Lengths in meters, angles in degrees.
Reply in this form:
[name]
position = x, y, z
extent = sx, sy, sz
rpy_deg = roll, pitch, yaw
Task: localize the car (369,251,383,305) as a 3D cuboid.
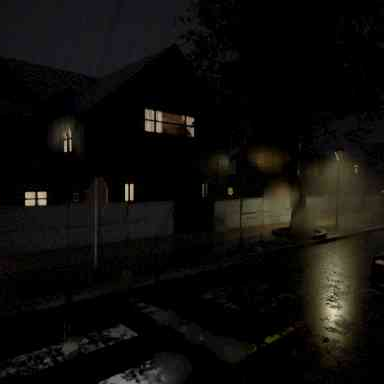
[car]
position = 5.299, 1.427, 6.750
extent = 4.902, 1.511, 2.128
rpy_deg = 0, 2, -42
